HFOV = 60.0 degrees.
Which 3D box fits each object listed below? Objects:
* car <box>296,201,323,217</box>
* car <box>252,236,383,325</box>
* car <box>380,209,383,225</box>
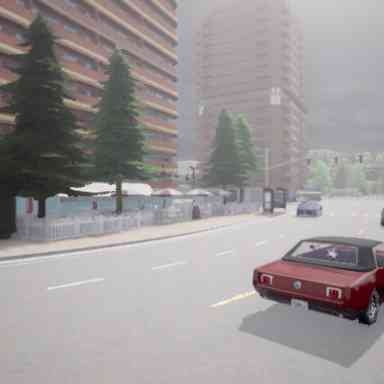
[{"bbox_3d":[11.710,1.618,32.931,1.882,1.535,5.008,0,0,30],"label":"car"},{"bbox_3d":[3.378,1.626,7.244,1.895,1.301,4.718,0,0,44],"label":"car"},{"bbox_3d":[14.731,1.610,24.048,2.033,1.411,5.357,0,0,30],"label":"car"}]
